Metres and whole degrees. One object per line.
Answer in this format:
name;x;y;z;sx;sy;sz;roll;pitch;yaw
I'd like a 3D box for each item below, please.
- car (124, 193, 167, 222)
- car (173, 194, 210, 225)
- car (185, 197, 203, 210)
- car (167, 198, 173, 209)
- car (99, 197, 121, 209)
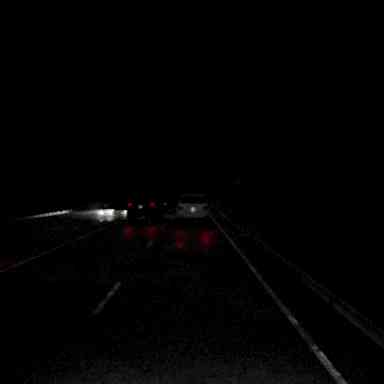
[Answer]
car;-3.474;1.129;25.553;2.150;2.045;5.566;0;0;1
car;0.063;1.132;23.293;2.150;2.045;5.566;0;0;0
car;0.356;1.440;41.624;2.033;1.411;5.357;0;0;2
car;-3.112;1.456;42.188;1.994;1.385;4.181;0;0;3
car;-10.283;1.385;42.316;2.128;1.511;4.902;0;0;3
